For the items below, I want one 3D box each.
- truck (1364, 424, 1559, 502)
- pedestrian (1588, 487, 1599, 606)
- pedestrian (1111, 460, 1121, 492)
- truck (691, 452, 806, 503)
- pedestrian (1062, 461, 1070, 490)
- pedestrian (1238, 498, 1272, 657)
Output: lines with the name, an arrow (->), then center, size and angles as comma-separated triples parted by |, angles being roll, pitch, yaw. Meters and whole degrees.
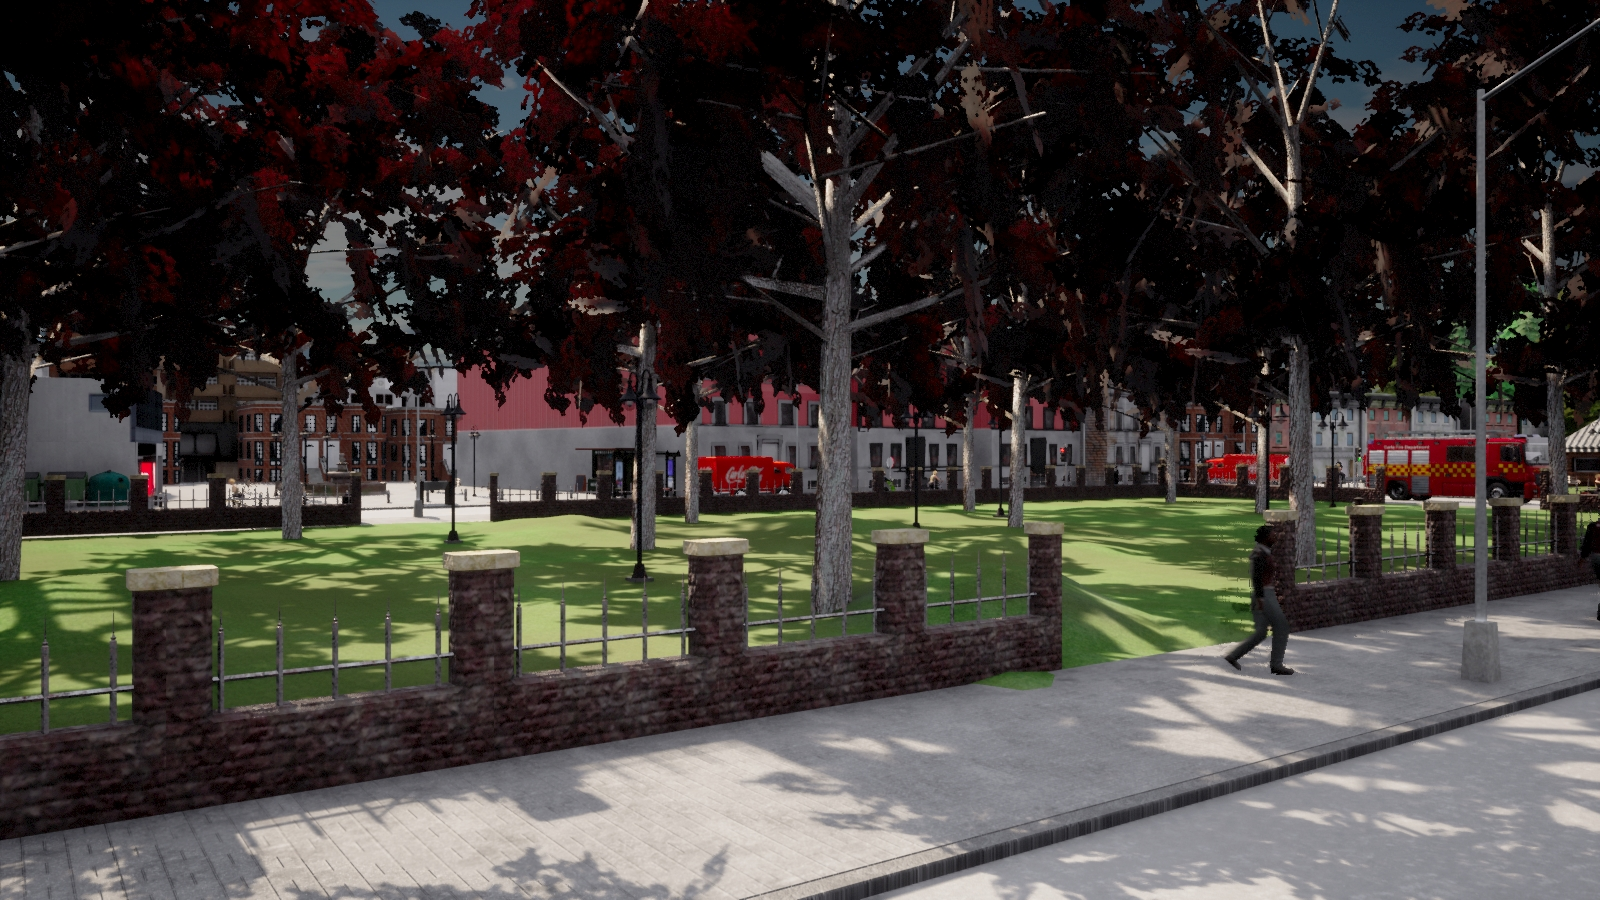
truck -> 34.631, 0.645, 60.204 | 2.891, 3.827, 8.468 | 0, 0, -34
pedestrian -> 12.693, 1.514, 17.995 | 0.375, 1.860, 0.375 | 0, 0, -40
pedestrian -> 18.428, 1.503, 66.598 | 0.375, 1.860, 0.375 | 0, 0, -32
truck -> -2.581, 1.336, 57.892 | 5.204, 2.467, 2.627 | 0, 0, -35
pedestrian -> 16.900, 1.606, 72.497 | 0.375, 1.860, 0.375 | 0, 0, 37
pedestrian -> 5.466, 1.520, 13.739 | 0.375, 1.860, 0.375 | 0, 0, 20
